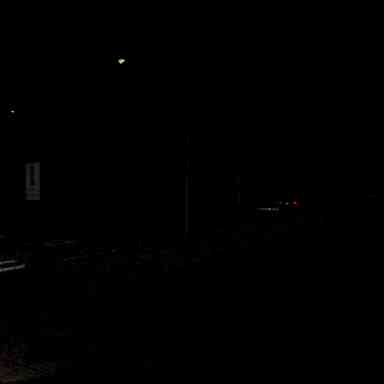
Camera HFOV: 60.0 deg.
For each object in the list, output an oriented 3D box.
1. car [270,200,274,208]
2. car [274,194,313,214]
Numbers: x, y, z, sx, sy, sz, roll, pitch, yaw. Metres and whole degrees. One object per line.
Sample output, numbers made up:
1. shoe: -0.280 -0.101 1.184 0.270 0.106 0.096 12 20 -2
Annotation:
1. car: 13.083 1.614 49.095 1.812 1.442 4.674 -1 -1 35
2. car: 10.911 1.220 34.802 2.150 2.045 5.566 -1 -1 35
